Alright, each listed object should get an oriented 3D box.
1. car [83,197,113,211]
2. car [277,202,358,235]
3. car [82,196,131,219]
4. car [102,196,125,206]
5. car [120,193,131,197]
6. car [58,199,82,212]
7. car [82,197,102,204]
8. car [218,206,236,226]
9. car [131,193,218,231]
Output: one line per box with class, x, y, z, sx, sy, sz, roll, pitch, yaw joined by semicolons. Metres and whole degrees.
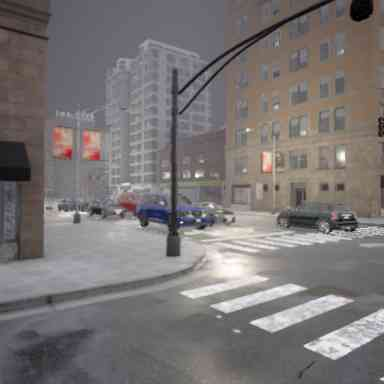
car;-10.971;1.367;38.700;1.837;1.490;4.892;1;0;-36
car;7.042;1.334;19.179;2.097;1.767;4.553;0;0;-28
car;-7.163;1.354;27.849;2.128;1.511;4.902;1;0;-36
car;-12.269;1.431;51.926;1.812;1.442;4.674;1;0;-36
car;-5.001;1.110;30.414;2.150;2.045;5.566;1;0;-36
car;-13.044;1.399;36.016;1.994;1.385;4.181;1;0;-36
car;-18.075;1.495;59.962;1.895;1.301;4.718;1;0;-36
car;0.876;1.419;22.263;2.128;1.511;4.902;1;0;-36
car;-1.259;1.124;19.673;2.150;2.045;5.566;1;0;-36
